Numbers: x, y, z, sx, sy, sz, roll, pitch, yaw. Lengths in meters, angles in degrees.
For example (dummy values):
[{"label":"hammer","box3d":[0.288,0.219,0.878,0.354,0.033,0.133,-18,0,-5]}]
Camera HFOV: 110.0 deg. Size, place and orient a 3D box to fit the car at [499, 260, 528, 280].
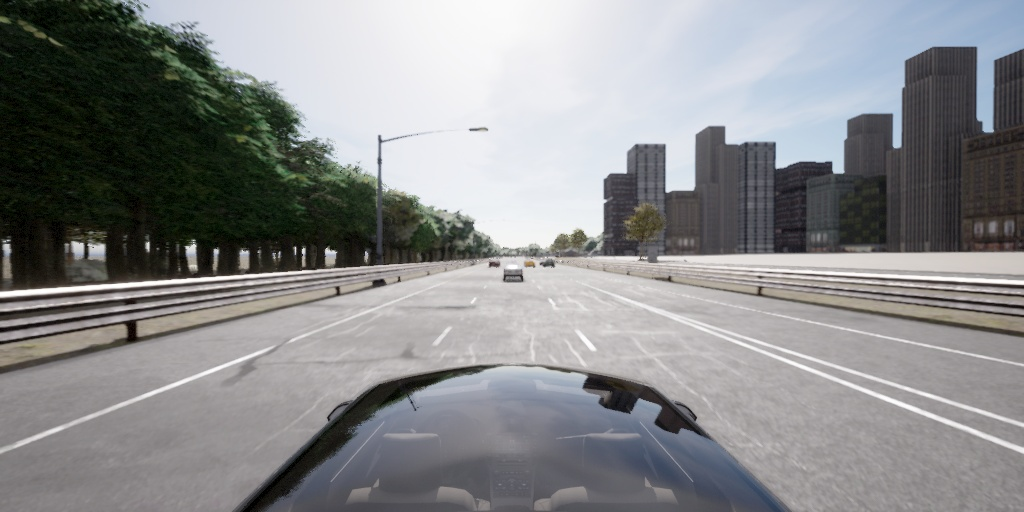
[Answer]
[{"label":"car","box3d":[0.112,1.365,32.331,2.033,1.411,5.357,0,0,0]}]
